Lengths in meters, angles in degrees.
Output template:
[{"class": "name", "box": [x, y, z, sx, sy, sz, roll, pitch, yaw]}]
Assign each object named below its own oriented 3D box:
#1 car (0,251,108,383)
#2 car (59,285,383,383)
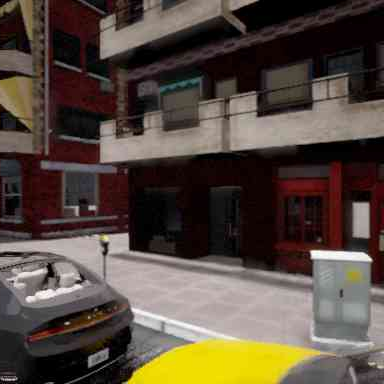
[{"class": "car", "box": [-2.783, 1.562, 4.895, 4.403, 1.369, 2.008, 0, -1, 36]}, {"class": "car", "box": [1.485, 1.536, 1.812, 4.829, 1.417, 1.752, 0, -1, 36]}]
